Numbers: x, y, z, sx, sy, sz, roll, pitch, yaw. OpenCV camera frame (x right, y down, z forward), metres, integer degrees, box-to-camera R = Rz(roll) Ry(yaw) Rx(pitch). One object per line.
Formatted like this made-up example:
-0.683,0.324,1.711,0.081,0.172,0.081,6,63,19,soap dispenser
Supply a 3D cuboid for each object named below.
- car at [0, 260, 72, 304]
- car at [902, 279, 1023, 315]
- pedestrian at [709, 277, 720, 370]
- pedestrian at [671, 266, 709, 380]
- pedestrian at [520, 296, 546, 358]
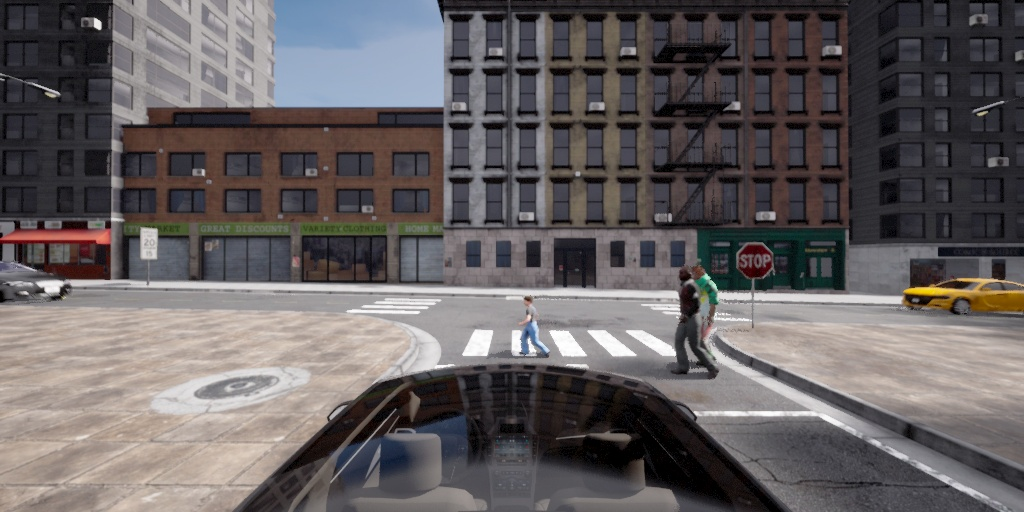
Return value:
-18.884,0.899,12.836,4.902,1.511,2.128,1,0,0,car
20.145,1.731,15.664,5.008,1.535,1.882,2,0,0,car
3.477,1.042,6.530,0.375,1.860,0.375,0,0,0,pedestrian
2.918,1.042,5.927,0.375,1.860,0.375,0,0,0,pedestrian
0.411,1.324,7.122,0.375,1.300,0.375,0,0,0,pedestrian
